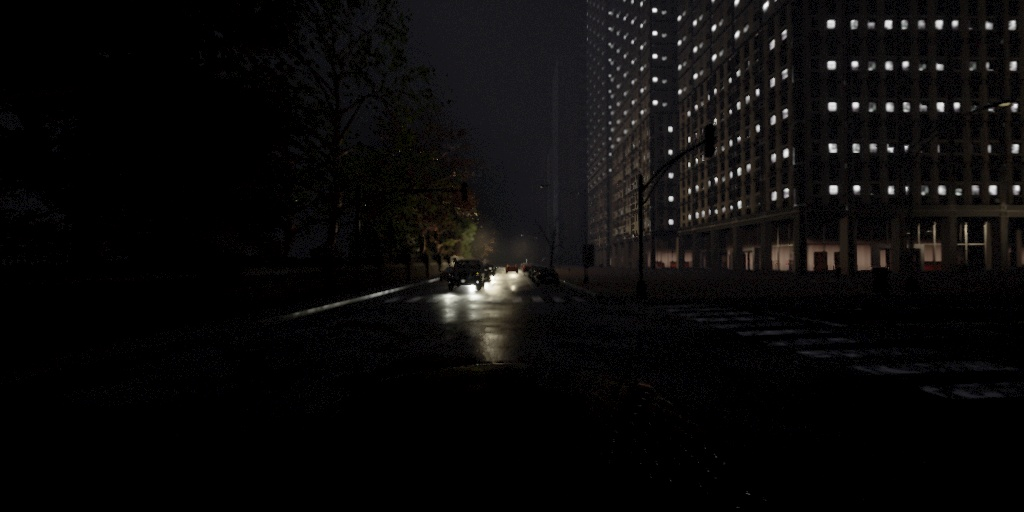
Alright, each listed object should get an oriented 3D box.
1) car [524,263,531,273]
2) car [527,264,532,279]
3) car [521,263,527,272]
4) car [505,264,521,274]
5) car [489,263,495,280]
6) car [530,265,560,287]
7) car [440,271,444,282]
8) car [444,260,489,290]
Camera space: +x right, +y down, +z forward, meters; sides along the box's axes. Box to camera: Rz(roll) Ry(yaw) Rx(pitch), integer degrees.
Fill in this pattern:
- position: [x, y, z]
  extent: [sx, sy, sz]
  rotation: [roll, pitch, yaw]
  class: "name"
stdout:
- position: [2.691, 1.789, 39.561]
  extent: [1.948, 1.339, 4.313]
  rotation: [0, 0, 0]
  class: "car"
- position: [2.690, 1.717, 33.929]
  extent: [1.948, 1.339, 4.313]
  rotation: [0, 0, 0]
  class: "car"
- position: [2.692, 1.988, 56.458]
  extent: [1.888, 1.381, 4.507]
  rotation: [0, 0, 0]
  class: "car"
- position: [0.002, 1.898, 54.757]
  extent: [1.882, 1.535, 5.008]
  rotation: [0, -1, 0]
  class: "car"
- position: [-3.099, 1.666, 35.813]
  extent: [2.128, 1.511, 4.902]
  rotation: [0, -1, 0]
  class: "car"
- position: [2.690, 1.646, 28.297]
  extent: [1.948, 1.339, 4.313]
  rotation: [0, 0, 0]
  class: "car"
- position: [-5.690, 1.732, 33.930]
  extent: [1.802, 1.307, 4.207]
  rotation: [0, 0, 0]
  class: "car"
- position: [-3.101, 1.266, 25.516]
  extent: [2.150, 2.045, 5.566]
  rotation: [0, -1, 0]
  class: "car"
